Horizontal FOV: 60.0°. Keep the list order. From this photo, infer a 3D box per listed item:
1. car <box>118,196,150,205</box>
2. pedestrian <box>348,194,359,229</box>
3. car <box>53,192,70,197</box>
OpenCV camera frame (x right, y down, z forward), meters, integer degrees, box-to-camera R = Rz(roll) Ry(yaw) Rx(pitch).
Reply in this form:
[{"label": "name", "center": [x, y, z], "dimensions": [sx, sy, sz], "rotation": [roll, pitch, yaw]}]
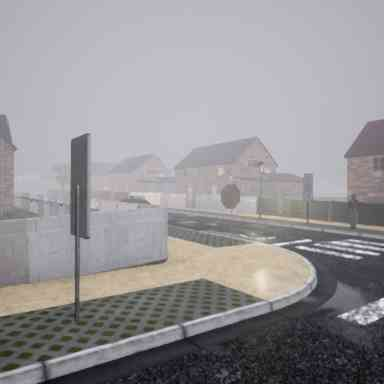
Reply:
[{"label": "car", "center": [-5.708, 1.053, 32.194], "dimensions": [1.994, 1.385, 4.181], "rotation": [0, 1, -36]}, {"label": "pedestrian", "center": [8.469, 1.016, 17.489], "dimensions": [0.375, 1.860, 0.375], "rotation": [2, -1, -36]}, {"label": "car", "center": [-21.310, 0.690, 53.873], "dimensions": [1.895, 1.301, 4.718], "rotation": [0, 0, -36]}]
